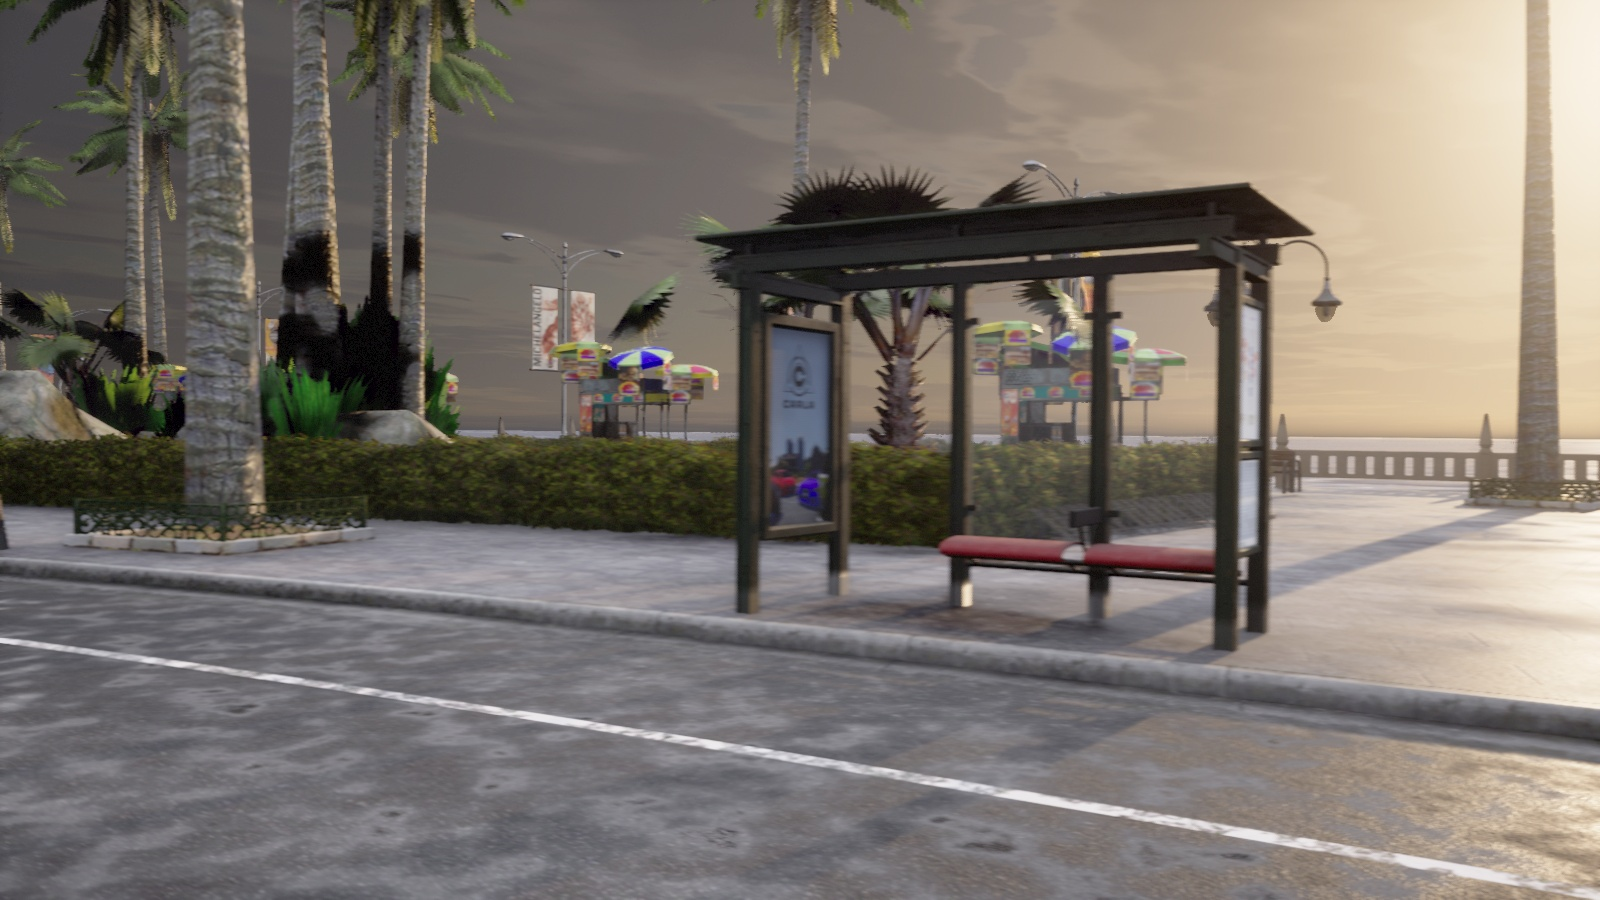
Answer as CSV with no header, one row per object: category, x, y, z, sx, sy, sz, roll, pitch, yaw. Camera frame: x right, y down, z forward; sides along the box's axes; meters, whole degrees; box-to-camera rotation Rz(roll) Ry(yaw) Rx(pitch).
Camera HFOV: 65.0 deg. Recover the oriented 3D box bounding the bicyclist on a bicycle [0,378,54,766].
bicyclist on a bicycle,-4.527,0.559,6.100,1.843,1.776,0.659,0,1,28
